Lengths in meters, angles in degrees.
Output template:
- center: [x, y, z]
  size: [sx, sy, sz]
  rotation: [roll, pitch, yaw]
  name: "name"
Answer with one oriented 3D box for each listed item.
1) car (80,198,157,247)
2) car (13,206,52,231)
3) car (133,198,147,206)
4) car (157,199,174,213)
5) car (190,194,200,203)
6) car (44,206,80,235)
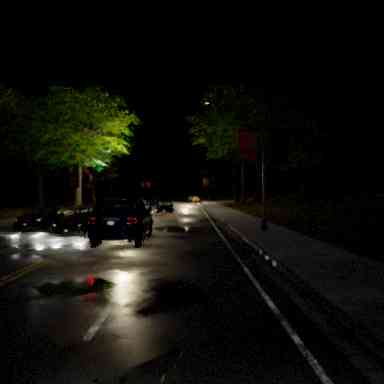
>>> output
- center: [-3.175, 1.318, 15.653]
  size: [2.150, 2.045, 5.566]
  rotation: [0, 0, 0]
  name: "car"
- center: [-9.884, 1.659, 21.980]
  size: [1.812, 1.442, 4.674]
  rotation: [0, 0, 0]
  name: "car"
- center: [-9.867, 1.898, 63.451]
  size: [1.812, 1.442, 4.674]
  rotation: [0, 0, 0]
  name: "car"
- center: [-3.215, 1.844, 40.920]
  size: [1.895, 1.301, 4.718]
  rotation: [0, 0, 0]
  name: "car"
- center: [1.008, 1.938, 81.228]
  size: [1.801, 1.575, 5.366]
  rotation: [0, 0, 0]
  name: "car"
- center: [-6.634, 1.670, 20.166]
  size: [2.033, 1.411, 5.357]
  rotation: [0, 0, 0]
  name: "car"
